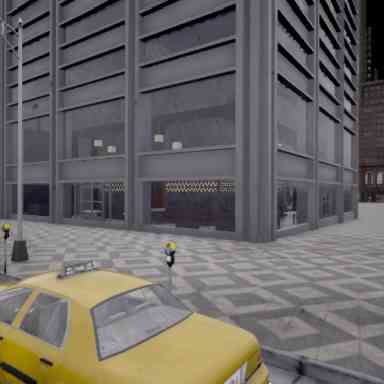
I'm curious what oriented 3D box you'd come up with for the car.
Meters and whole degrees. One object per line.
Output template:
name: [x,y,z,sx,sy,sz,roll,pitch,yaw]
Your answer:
car: [-1.548,1.527,4.056,4.829,1.417,1.752,0,0,35]
